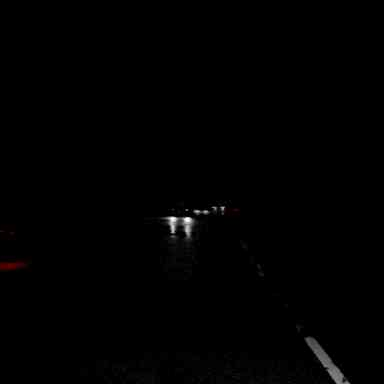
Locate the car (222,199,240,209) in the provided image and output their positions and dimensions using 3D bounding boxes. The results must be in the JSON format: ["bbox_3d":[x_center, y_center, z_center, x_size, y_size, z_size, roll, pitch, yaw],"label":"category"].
[{"bbox_3d":[6.967,1.915,57.463,2.097,1.767,4.553,0,-1,14],"label":"car"}]

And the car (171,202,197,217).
[{"bbox_3d":[-0.941,1.774,35.017,1.812,1.442,4.674,0,-1,8],"label":"car"}]

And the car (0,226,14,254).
[{"bbox_3d":[-9.400,1.812,13.450,5.008,1.535,1.882,-2,-1,29],"label":"car"}]

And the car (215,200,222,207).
[{"bbox_3d":[5.780,2.258,66.832,1.812,1.442,4.674,0,-1,16],"label":"car"}]

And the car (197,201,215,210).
[{"bbox_3d":[1.753,1.998,50.298,2.033,1.411,5.357,0,-1,12],"label":"car"}]
